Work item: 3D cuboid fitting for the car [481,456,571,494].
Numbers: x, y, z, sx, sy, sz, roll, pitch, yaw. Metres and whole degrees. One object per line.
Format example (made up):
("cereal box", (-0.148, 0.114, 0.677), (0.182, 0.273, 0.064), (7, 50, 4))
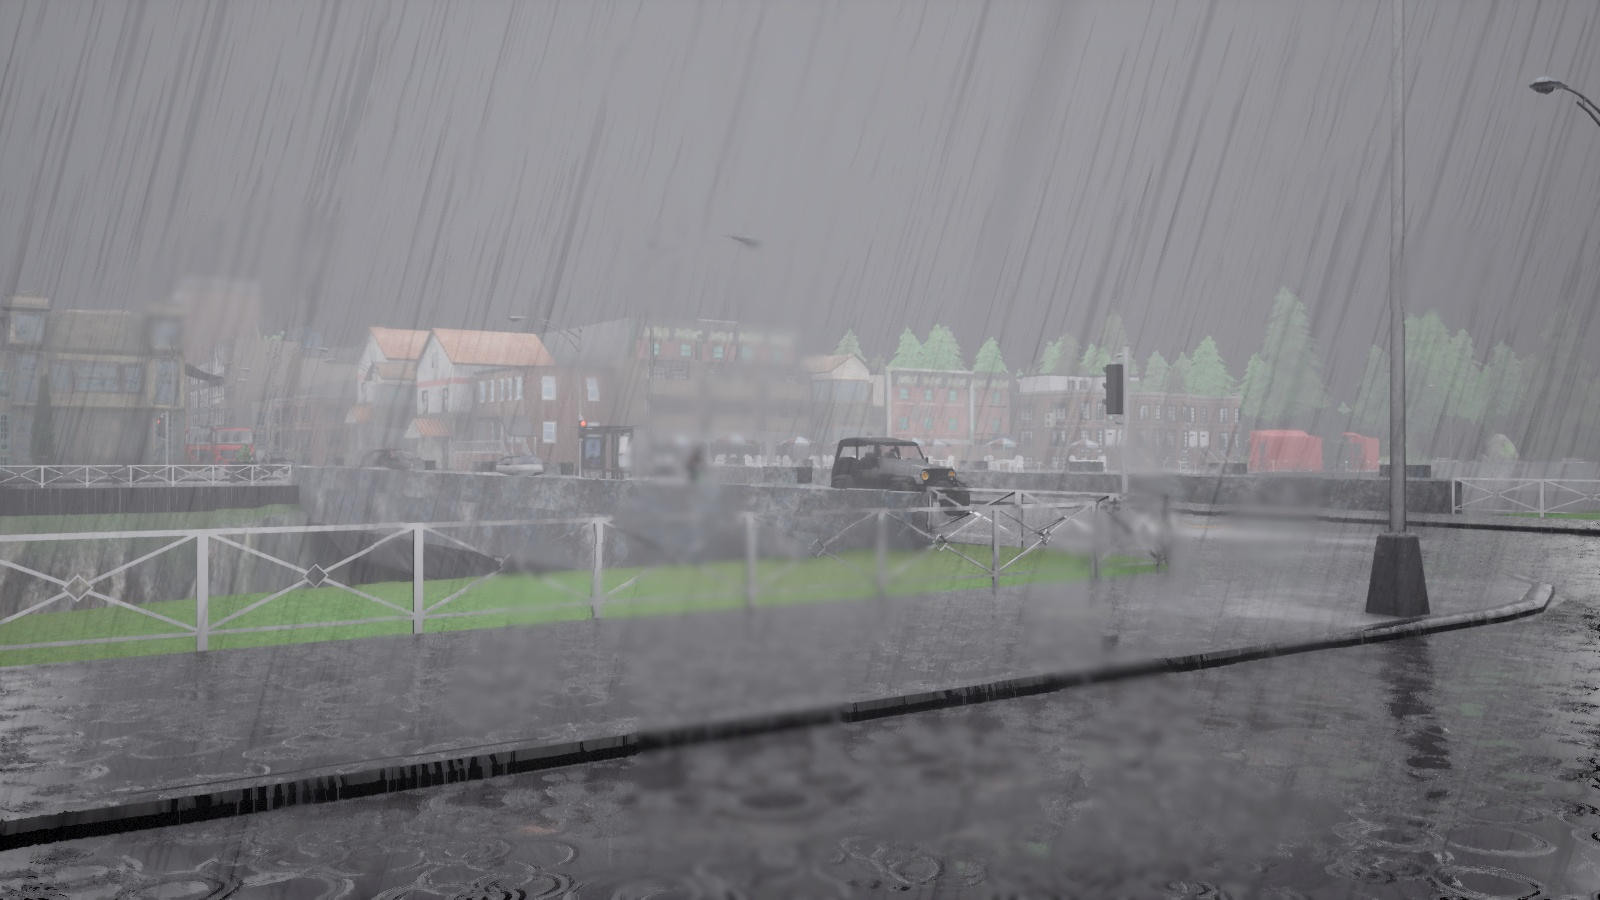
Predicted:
("car", (-10.794, 0.952, 49.226), (1.994, 1.385, 4.181), (0, 0, -35))

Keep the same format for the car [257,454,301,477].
("car", (-34.641, 1.036, 83.433), (1.816, 1.474, 4.193), (0, 0, -35))

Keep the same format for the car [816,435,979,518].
("car", (2.291, 0.610, 30.450), (1.905, 1.878, 3.866), (0, 0, -35))

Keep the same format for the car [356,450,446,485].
("car", (-19.198, 0.831, 60.386), (3.988, 1.617, 1.851), (0, 0, 28))
